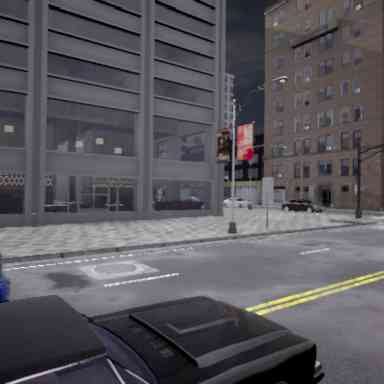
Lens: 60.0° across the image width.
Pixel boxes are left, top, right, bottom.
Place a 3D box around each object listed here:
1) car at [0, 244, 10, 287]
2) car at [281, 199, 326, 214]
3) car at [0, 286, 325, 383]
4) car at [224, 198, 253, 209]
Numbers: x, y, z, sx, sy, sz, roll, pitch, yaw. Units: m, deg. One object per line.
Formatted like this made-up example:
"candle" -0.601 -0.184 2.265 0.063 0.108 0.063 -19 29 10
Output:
"car" -5.292 1.214 3.869 5.566 2.045 2.150 0 0 -35
"car" 11.820 1.495 35.528 1.837 1.490 4.892 1 0 -35
"car" -1.061 1.603 2.626 4.718 1.301 1.895 0 0 -35
"car" 5.955 1.474 43.853 1.812 1.442 4.674 1 0 -35
